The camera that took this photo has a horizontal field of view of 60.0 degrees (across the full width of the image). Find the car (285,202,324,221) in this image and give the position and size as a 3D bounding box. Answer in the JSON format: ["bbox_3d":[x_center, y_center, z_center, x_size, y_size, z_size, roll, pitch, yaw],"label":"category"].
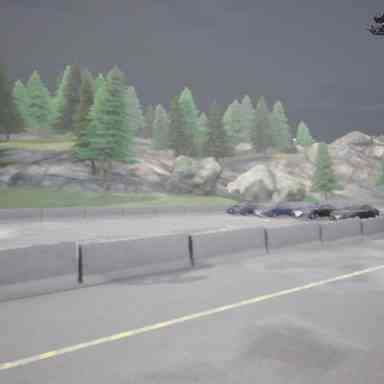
[{"bbox_3d":[10.713,1.634,28.811,4.902,1.511,2.128,1,0,-35],"label":"car"}]

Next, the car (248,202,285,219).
[{"bbox_3d":[7.801,1.663,31.040,4.674,1.442,1.812,1,0,-35],"label":"car"}]

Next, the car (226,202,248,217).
[{"bbox_3d":[5.486,1.703,33.690,4.181,1.385,1.994,1,0,-35],"label":"car"}]

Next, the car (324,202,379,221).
[{"bbox_3d":[12.734,1.646,25.954,4.892,1.490,1.837,1,-1,-35],"label":"car"}]
